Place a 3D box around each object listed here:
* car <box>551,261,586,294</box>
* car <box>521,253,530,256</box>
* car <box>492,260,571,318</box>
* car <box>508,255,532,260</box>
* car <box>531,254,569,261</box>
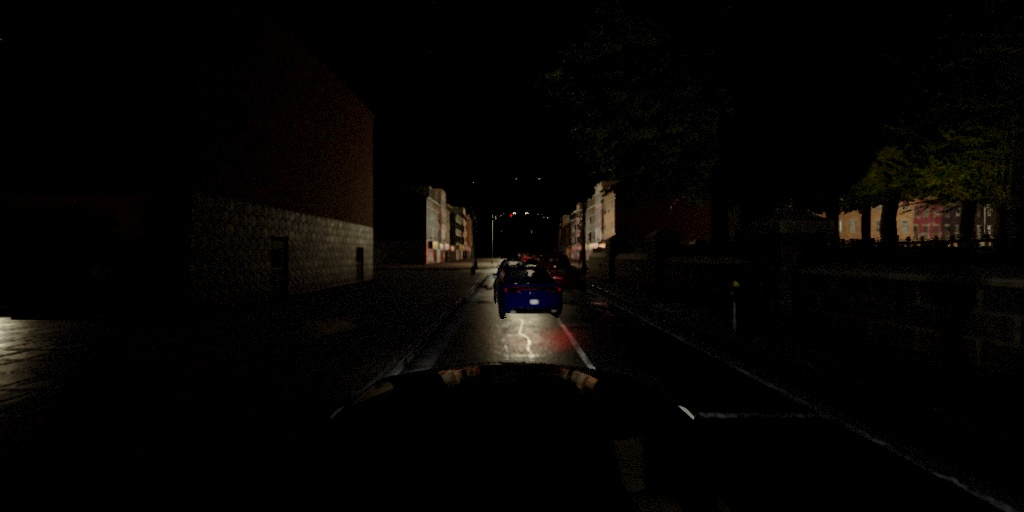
[{"bbox_3d":[2.631,1.103,18.045,1.802,1.307,4.207,0,0,0],"label":"car"},{"bbox_3d":[2.618,0.661,49.920,1.888,1.381,4.507,0,0,0],"label":"car"},{"bbox_3d":[0.389,1.076,12.372,1.882,1.535,5.008,0,1,-5],"label":"car"},{"bbox_3d":[0.061,0.938,22.526,1.882,1.535,5.008,0,1,1],"label":"car"},{"bbox_3d":[2.629,0.762,23.493,2.192,1.841,5.009,0,0,0],"label":"car"}]
